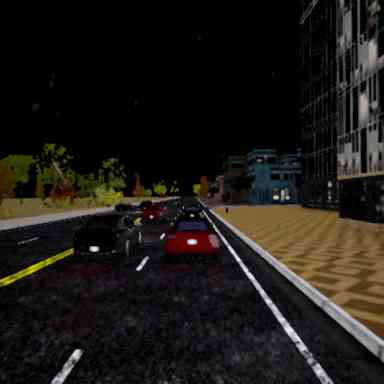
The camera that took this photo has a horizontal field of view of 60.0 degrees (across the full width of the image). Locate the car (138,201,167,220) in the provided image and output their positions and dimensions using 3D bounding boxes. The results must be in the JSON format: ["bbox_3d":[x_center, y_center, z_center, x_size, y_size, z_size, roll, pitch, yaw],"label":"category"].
[{"bbox_3d":[-3.228,1.827,28.893,1.812,1.442,4.674,0,0,0],"label":"car"}]

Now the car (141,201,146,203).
[{"bbox_3d":[-6.518,2.001,47.557,1.837,1.490,4.892,0,-1,0],"label":"car"}]

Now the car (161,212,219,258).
[{"bbox_3d":[0.019,1.706,13.462,1.994,1.385,4.181,0,-1,0],"label":"car"}]

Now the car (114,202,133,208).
[{"bbox_3d":[-9.765,2.097,47.799,1.895,1.301,4.718,0,-1,0],"label":"car"}]

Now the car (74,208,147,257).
[{"bbox_3d":[-3.232,1.649,13.493,1.837,1.490,4.892,0,0,0],"label":"car"}]

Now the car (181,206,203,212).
[{"bbox_3d":[0.017,1.862,28.418,1.994,1.385,4.181,0,-1,1],"label":"car"}]
